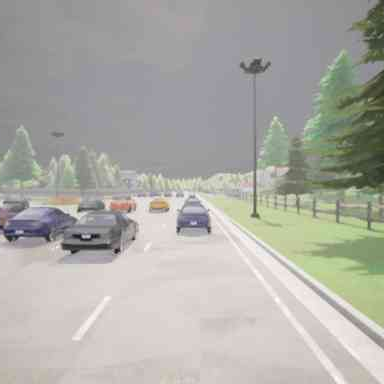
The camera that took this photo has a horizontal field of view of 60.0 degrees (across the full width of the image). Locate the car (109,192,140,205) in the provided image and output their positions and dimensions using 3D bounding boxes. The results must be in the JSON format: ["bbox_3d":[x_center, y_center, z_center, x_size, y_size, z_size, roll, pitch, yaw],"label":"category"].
[{"bbox_3d":[-6.904,1.143,33.709,2.097,1.767,4.553,0,0,0],"label":"car"}]

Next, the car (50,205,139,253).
[{"bbox_3d":[-3.402,1.465,13.202,2.033,1.411,5.357,0,0,0],"label":"car"}]

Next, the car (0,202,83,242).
[{"bbox_3d":[-6.916,1.428,15.625,1.812,1.442,4.674,0,0,0],"label":"car"}]

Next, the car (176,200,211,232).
[{"bbox_3d":[0.083,1.407,19.056,1.812,1.442,4.674,0,0,0],"label":"car"}]

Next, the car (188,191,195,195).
[{"bbox_3d":[-0.012,1.008,93.772,1.895,1.301,4.718,0,0,0],"label":"car"}]

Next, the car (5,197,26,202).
[{"bbox_3d":[-17.683,1.284,33.538,2.128,1.511,4.902,0,0,-19],"label":"car"}]

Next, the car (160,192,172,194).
[{"bbox_3d":[-7.012,0.892,93.323,1.882,1.535,5.008,0,0,0],"label":"car"}]

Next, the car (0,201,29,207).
[{"bbox_3d":[-10.403,1.447,18.805,1.994,1.385,4.181,0,0,0],"label":"car"}]

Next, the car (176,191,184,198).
[{"bbox_3d":[-3.512,0.768,93.710,2.097,1.767,4.553,0,0,0],"label":"car"}]

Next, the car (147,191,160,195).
[{"bbox_3d":[-10.512,0.640,93.351,2.150,2.045,5.566,0,0,0],"label":"car"}]

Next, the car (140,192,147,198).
[{"bbox_3d":[-14.012,0.768,93.708,2.097,1.767,4.553,0,0,0],"label":"car"}]

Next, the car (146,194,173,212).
[{"bbox_3d":[-3.404,1.257,35.556,1.882,1.535,5.008,0,0,0],"label":"car"}]

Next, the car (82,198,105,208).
[{"bbox_3d":[-10.404,1.349,34.692,1.994,1.385,4.181,0,0,0],"label":"car"}]

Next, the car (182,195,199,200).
[{"bbox_3d":[0.082,1.308,35.027,1.812,1.442,4.674,0,0,0],"label":"car"}]
